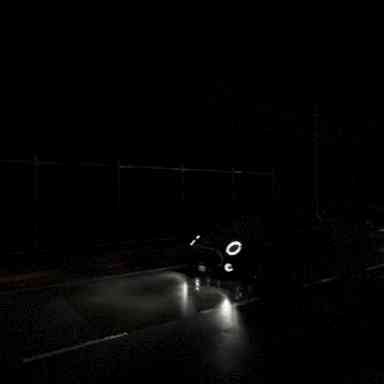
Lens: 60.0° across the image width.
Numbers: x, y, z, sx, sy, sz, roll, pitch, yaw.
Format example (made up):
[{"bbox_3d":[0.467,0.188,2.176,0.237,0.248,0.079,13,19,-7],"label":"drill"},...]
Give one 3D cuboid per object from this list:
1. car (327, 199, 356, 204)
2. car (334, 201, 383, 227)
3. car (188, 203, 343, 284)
[{"bbox_3d":[14.049,1.408,29.736,2.097,1.767,4.553,0,0,-36],"label":"car"},{"bbox_3d":[12.735,1.569,23.732,1.812,1.442,4.674,0,-1,-17],"label":"car"},{"bbox_3d":[2.085,1.352,9.751,4.553,1.767,2.097,0,0,-35],"label":"car"}]
